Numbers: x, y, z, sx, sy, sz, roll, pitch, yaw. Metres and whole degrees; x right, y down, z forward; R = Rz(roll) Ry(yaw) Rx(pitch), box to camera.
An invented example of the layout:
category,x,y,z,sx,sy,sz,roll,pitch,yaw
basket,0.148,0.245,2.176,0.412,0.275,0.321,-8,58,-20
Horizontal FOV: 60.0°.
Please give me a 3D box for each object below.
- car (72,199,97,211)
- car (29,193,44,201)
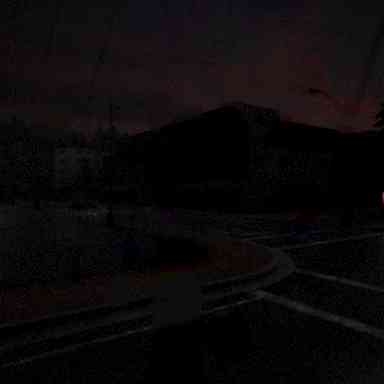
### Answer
category,x,y,z,sx,sy,sz,roll,pitch,yaw
car,-13.259,1.566,40.941,1.895,1.301,4.718,0,0,-35
car,-39.015,1.315,84.143,2.097,1.767,4.553,0,0,-35
